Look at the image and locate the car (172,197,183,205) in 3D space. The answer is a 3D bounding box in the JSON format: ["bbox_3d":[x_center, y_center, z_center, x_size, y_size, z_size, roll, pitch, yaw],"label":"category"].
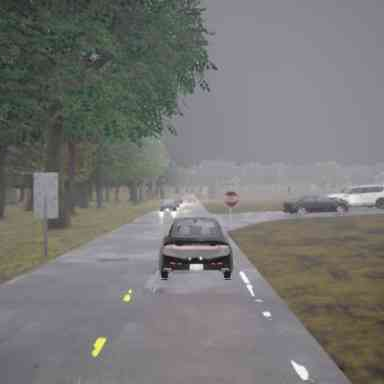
[{"bbox_3d":[-2.748,1.726,63.958,1.895,1.301,4.718,0,0,0],"label":"car"}]

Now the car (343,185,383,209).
[{"bbox_3d":[14.247,0.467,28.735,5.566,2.045,2.150,-3,1,1],"label":"car"}]

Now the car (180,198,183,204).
[{"bbox_3d":[-2.824,1.592,50.829,1.837,1.490,4.892,0,0,0],"label":"car"}]

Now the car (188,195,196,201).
[{"bbox_3d":[0.011,1.522,83.615,1.812,1.442,4.674,0,0,0],"label":"car"}]

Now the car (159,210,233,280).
[{"bbox_3d":[0.102,1.501,10.007,2.128,1.511,4.902,0,0,0],"label":"car"}]

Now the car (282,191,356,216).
[{"bbox_3d":[9.581,0.985,25.865,5.008,1.535,1.882,-3,0,-3],"label":"car"}]

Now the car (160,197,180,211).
[{"bbox_3d":[-2.839,1.589,41.415,1.812,1.442,4.674,0,0,0],"label":"car"}]

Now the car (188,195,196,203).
[{"bbox_3d":[0.009,1.618,73.195,1.882,1.535,5.008,0,0,0],"label":"car"}]
